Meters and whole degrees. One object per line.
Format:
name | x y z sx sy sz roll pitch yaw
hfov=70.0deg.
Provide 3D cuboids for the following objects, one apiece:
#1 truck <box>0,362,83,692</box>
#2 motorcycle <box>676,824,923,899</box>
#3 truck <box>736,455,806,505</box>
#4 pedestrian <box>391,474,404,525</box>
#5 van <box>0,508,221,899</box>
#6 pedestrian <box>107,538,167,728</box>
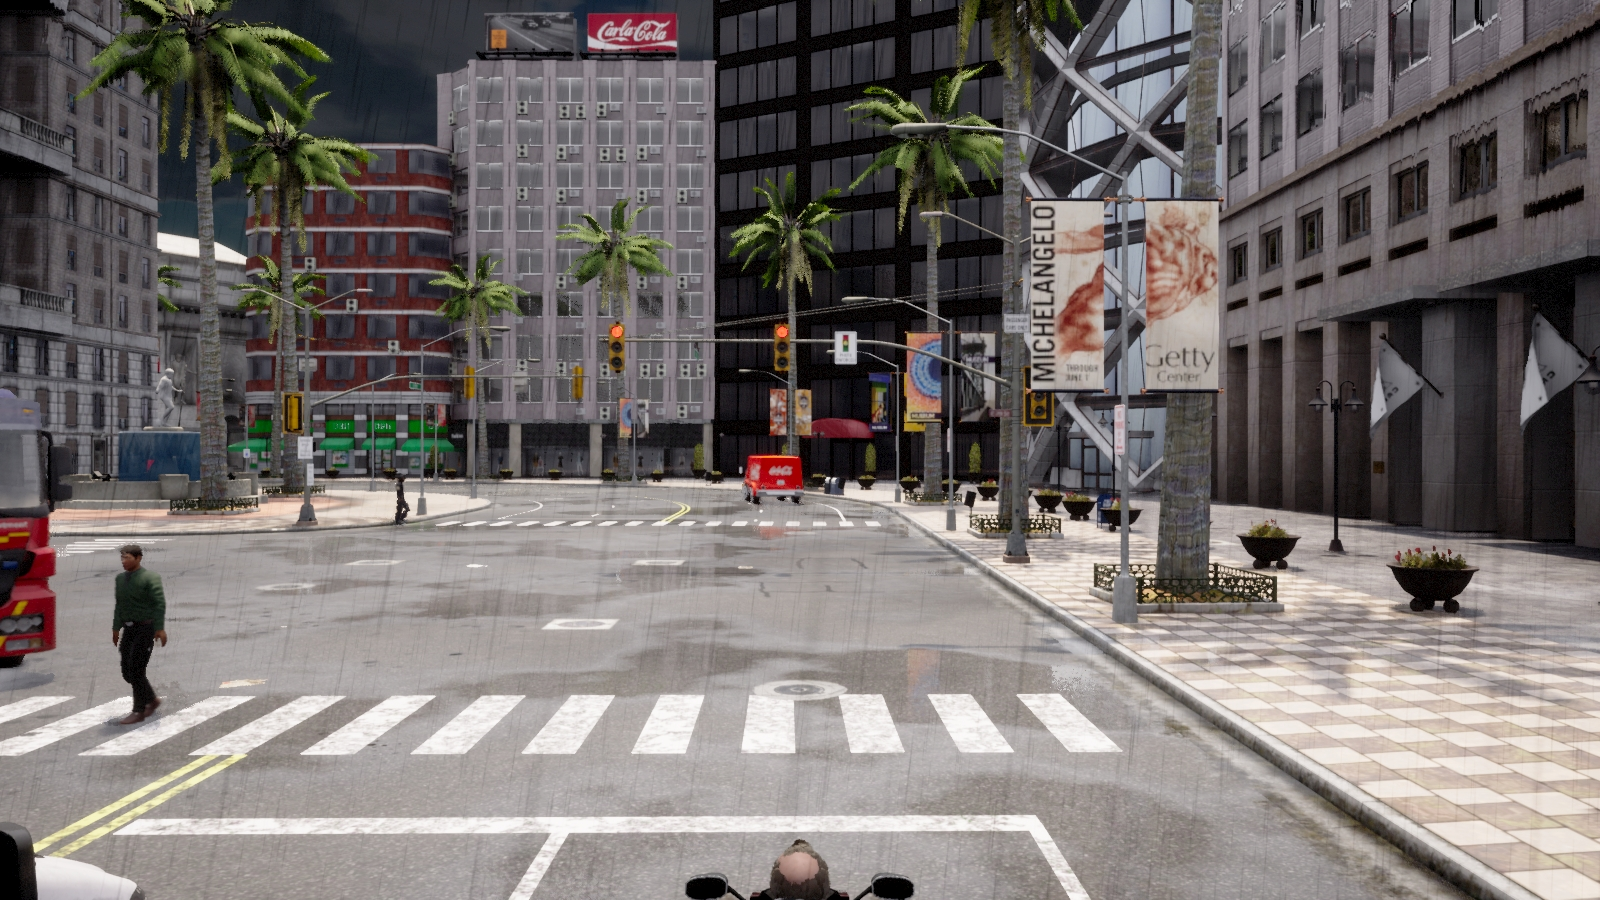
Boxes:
truck | -12.727 0.883 15.709 8.468 3.827 2.891 0 0 44
motorcycle | -0.001 2.203 3.717 0.867 1.251 2.209 0 0 0
truck | -1.602 1.544 60.509 2.627 2.467 5.204 0 0 -14
pedestrian | -14.787 1.829 42.004 0.375 1.860 0.375 0 0 -5
van | -3.507 1.533 1.998 1.988 2.561 5.915 0 0 0
pedestrian | -6.756 1.843 11.642 0.375 1.860 0.375 0 0 16
